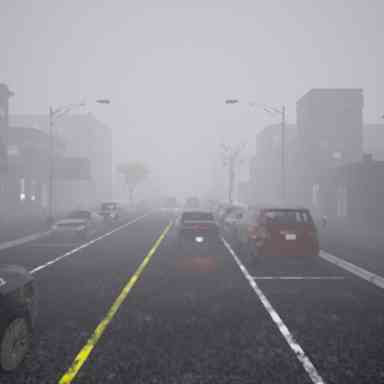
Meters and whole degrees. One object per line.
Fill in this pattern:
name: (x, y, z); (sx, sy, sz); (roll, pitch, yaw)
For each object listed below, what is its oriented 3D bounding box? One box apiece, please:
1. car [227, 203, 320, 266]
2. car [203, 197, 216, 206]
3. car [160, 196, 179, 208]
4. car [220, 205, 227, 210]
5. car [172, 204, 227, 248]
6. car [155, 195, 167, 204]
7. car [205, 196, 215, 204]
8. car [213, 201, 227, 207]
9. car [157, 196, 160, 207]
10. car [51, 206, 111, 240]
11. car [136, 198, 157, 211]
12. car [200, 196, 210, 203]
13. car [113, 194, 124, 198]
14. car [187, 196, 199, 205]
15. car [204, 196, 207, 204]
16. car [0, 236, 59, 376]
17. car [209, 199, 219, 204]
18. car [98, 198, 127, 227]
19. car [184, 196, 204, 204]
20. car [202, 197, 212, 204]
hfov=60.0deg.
car: (2.699, 1.316, 11.480); (2.192, 1.841, 5.009); (0, 0, 0)
car: (2.822, 1.579, 54.776); (1.947, 1.339, 4.313); (0, 0, 0)
car: (-3.004, 1.382, 48.261); (2.097, 1.767, 4.553); (0, 0, 0)
car: (2.696, 1.568, 17.013); (1.947, 1.339, 4.313); (0, 0, 0)
car: (0.184, 1.505, 14.700); (1.837, 1.490, 4.892); (0, 0, -2)
car: (-5.818, 1.458, 62.676); (1.967, 1.590, 4.097); (0, 0, 0)
car: (2.754, 1.532, 39.010); (1.752, 1.417, 4.829); (0, 0, 0)
car: (2.695, 1.569, 22.546); (1.947, 1.339, 4.313); (0, 0, 0)
car: (-5.811, 1.563, 51.857); (2.008, 1.369, 4.403); (0, 0, 0)
car: (-5.685, 1.584, 17.014); (1.802, 1.307, 4.206); (1, 0, 0)
car: (-5.756, 1.533, 40.621); (1.752, 1.417, 4.829); (1, 0, 0)
car: (2.820, 1.569, 72.779); (1.887, 1.381, 4.507); (0, 0, 0)
car: (-20.005, 1.197, 86.113); (4.507, 1.381, 1.887); (1, -2, -1)
car: (0.095, 1.507, 61.668); (2.128, 1.511, 4.902); (0, 0, 0)
car: (2.794, 1.560, 47.231); (2.008, 1.369, 4.403); (0, 0, 0)
car: (-3.103, 1.491, 2.760); (2.128, 1.511, 4.902); (0, 0, 0)
car: (2.702, 1.548, 27.773); (1.887, 1.381, 4.507); (0, 0, 0)
car: (-5.683, 1.443, 22.547); (1.967, 1.590, 4.097); (1, 0, 0)
car: (0.091, 1.359, 43.760); (2.097, 1.767, 4.553); (0, 0, 0)
car: (2.821, 1.600, 63.777); (1.802, 1.307, 4.206); (0, 0, 0)
